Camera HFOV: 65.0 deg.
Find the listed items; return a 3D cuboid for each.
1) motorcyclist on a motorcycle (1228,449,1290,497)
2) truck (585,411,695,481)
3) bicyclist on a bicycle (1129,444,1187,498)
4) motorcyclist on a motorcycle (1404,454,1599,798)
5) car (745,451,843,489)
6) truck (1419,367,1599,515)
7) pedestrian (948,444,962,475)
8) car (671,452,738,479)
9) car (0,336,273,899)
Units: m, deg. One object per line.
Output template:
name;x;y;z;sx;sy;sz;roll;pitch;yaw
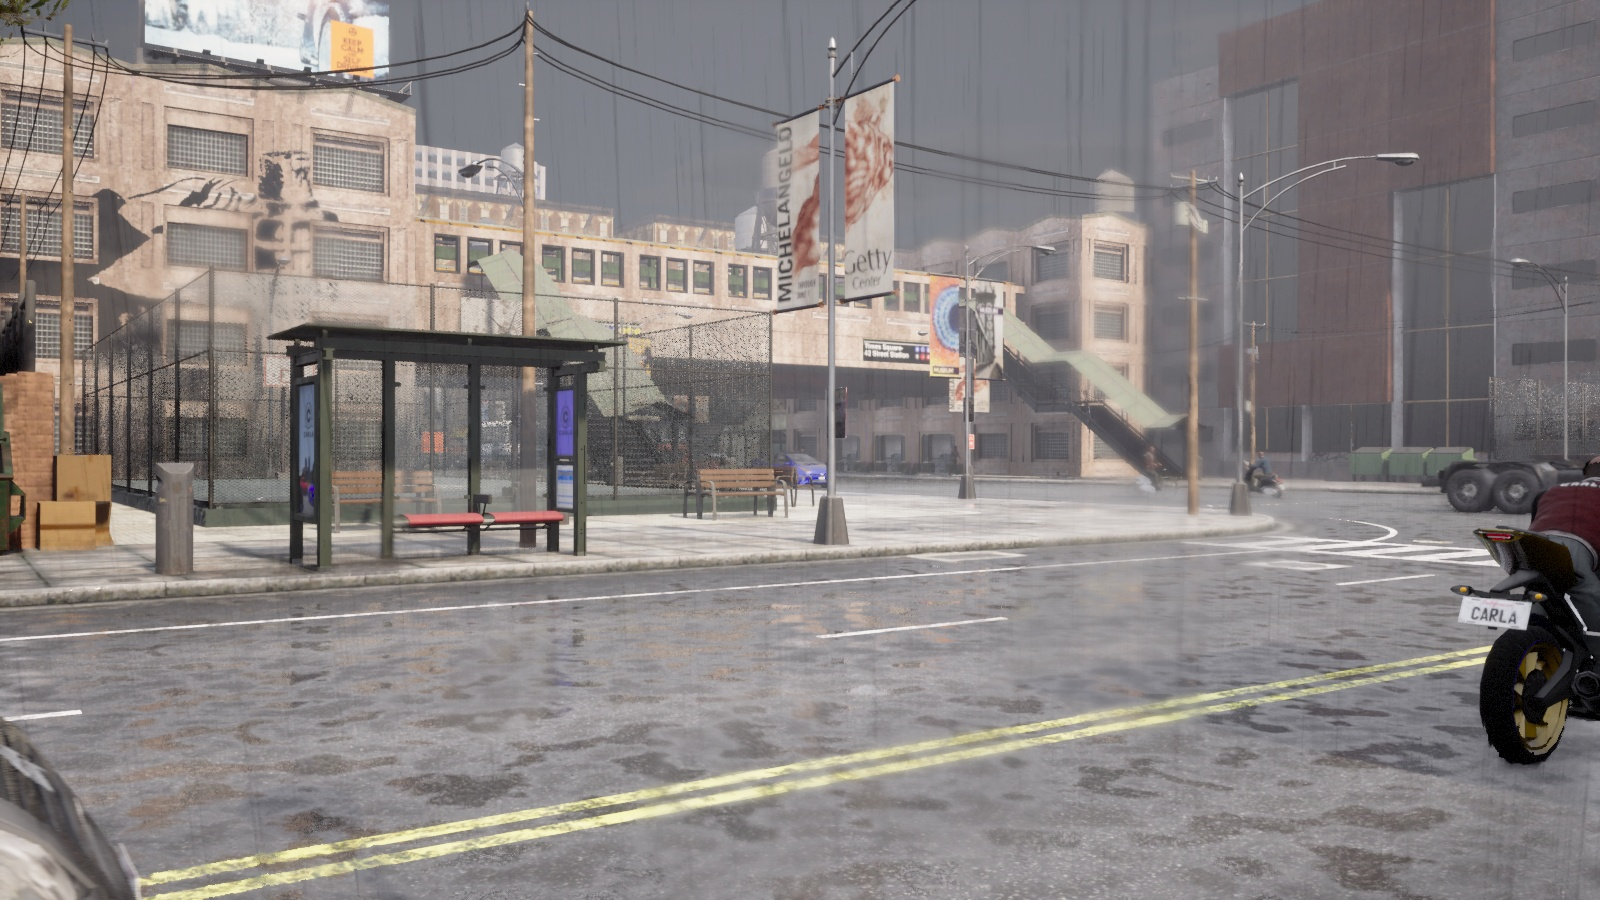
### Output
motorcyclist on a motorcycle;15.618;0.770;42.749;0.866;1.590;1.817;0;0;-34
truck;-9.479;-0.220;73.405;2.891;3.827;8.468;0;0;-34
bicyclist on a bicycle;11.939;0.693;41.925;0.659;1.776;1.843;0;0;-34
motorcyclist on a motorcycle;4.185;0.787;6.582;2.191;1.530;0.866;0;0;-35
car;-0.299;0.823;53.606;2.007;1.525;4.514;0;0;-34
truck;19.722;-0.204;30.556;2.891;3.462;7.936;0;0;-34
pedestrian;9.175;0.564;74.308;0.328;1.805;0.869;0;0;-34
car;-5.653;0.885;73.991;2.007;1.525;4.514;0;0;-34
car;-2.987;0.653;1.578;3.988;1.617;1.851;0;0;-35
